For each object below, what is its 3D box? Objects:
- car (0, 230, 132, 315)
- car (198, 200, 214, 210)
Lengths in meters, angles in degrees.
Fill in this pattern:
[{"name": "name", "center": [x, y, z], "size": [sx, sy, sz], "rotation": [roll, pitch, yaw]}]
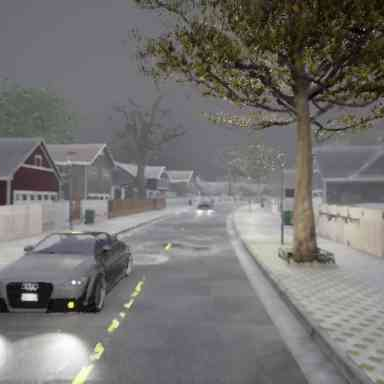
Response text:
[{"name": "car", "center": [-2.693, 1.608, 7.630], "size": [1.994, 1.385, 4.181], "rotation": [0, 0, 2]}, {"name": "car", "center": [2.099, 1.922, 49.721], "size": [1.895, 1.301, 4.718], "rotation": [0, -1, 12]}]
